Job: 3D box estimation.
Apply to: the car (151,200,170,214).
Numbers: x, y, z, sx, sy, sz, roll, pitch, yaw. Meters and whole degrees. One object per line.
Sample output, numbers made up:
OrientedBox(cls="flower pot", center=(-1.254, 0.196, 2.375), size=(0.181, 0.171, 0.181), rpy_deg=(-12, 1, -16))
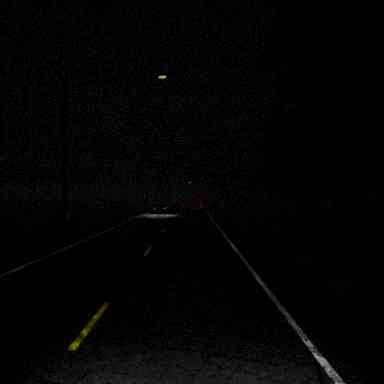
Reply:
OrientedBox(cls="car", center=(-3.544, 1.712, 38.290), size=(1.837, 1.490, 4.892), rpy_deg=(0, 0, 0))

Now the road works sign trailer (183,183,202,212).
OrientedBox(cls="road works sign trailer", center=(0.064, 0.681, 42.199), size=(2.380, 3.560, 2.880), rpy_deg=(0, 0, 1))
